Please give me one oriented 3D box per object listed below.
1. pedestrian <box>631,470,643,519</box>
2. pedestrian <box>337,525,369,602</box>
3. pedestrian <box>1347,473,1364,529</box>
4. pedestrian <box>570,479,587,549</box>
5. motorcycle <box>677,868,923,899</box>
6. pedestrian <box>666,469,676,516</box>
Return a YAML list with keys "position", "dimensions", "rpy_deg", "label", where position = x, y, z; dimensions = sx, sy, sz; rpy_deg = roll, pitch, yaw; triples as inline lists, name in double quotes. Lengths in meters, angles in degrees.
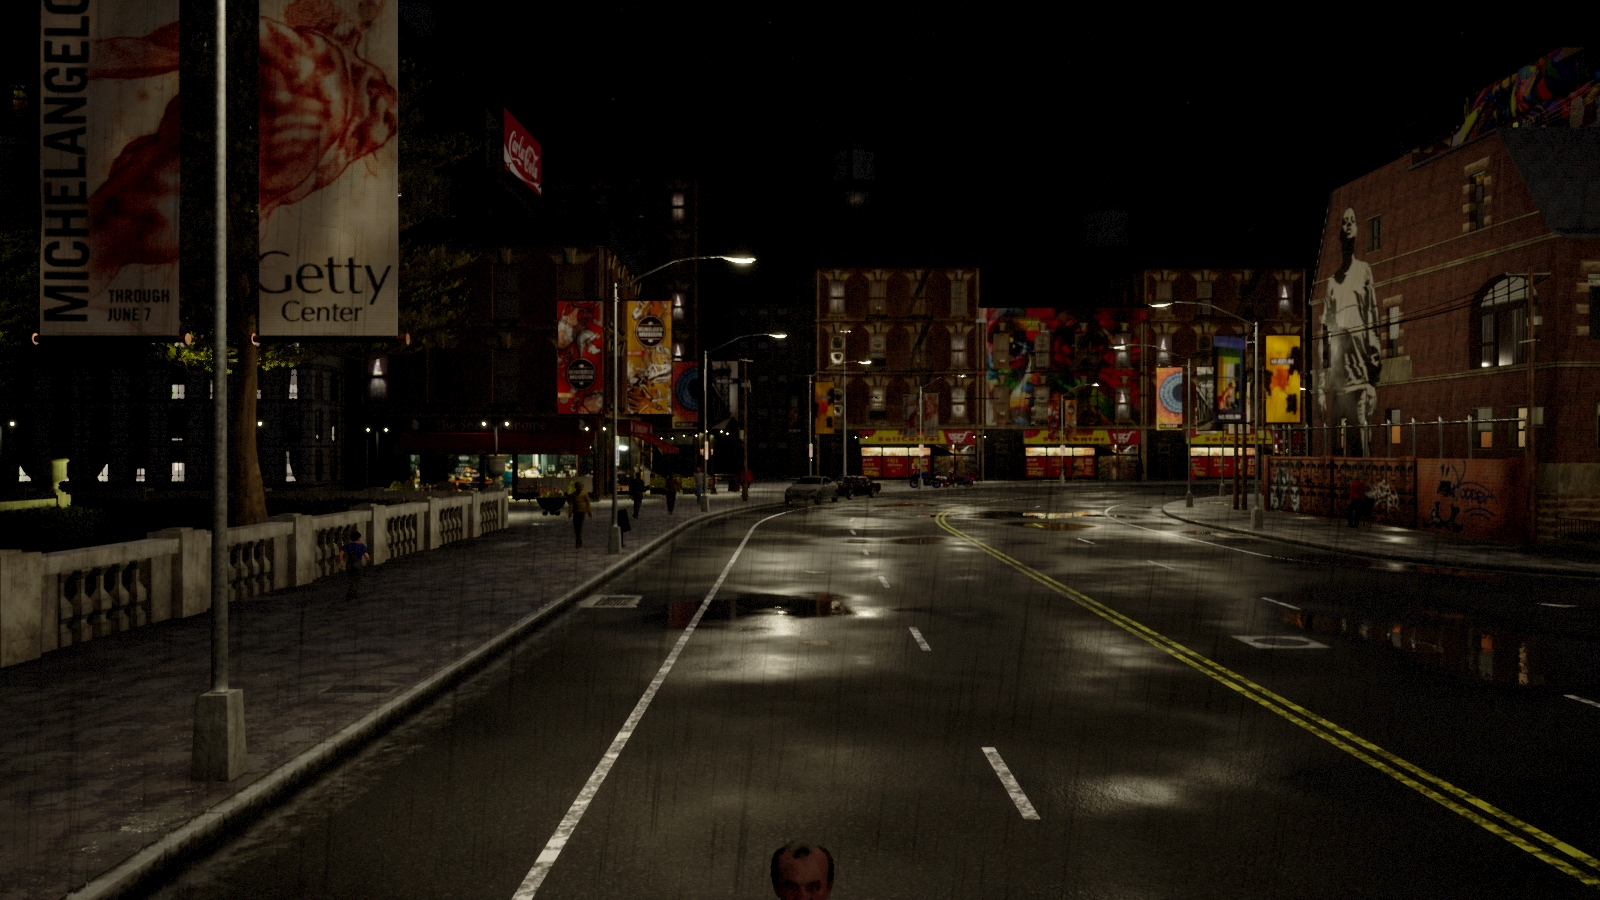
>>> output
- position: [-6.203, 1.696, 43.441]
  dimensions: [0.375, 1.860, 0.375]
  rpy_deg: [0, 0, 6]
  label: "pedestrian"
- position: [-7.828, 1.978, 20.006]
  dimensions: [0.375, 1.300, 0.375]
  rpy_deg: [0, 0, 8]
  label: "pedestrian"
- position: [18.555, 1.696, 38.149]
  dimensions: [0.375, 1.860, 0.375]
  rpy_deg: [0, 0, 1]
  label: "pedestrian"
- position: [-5.908, 1.696, 30.481]
  dimensions: [0.375, 1.860, 0.375]
  rpy_deg: [0, 0, 2]
  label: "pedestrian"
- position: [-0.002, 2.182, 3.374]
  dimensions: [0.856, 1.236, 1.805]
  rpy_deg: [0, 0, 0]
  label: "motorcycle"
- position: [-5.157, 1.696, 45.650]
  dimensions: [0.375, 1.860, 0.375]
  rpy_deg: [0, 0, -1]
  label: "pedestrian"
